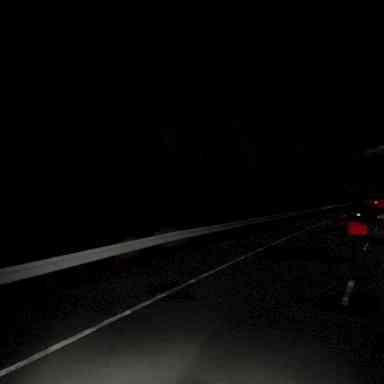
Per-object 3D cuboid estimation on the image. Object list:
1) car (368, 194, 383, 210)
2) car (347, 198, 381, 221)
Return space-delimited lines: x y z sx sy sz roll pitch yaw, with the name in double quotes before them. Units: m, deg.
"car" 21.172 1.222 37.693 2.150 2.045 5.566 0 0 35
"car" 14.093 1.503 27.453 1.837 1.490 4.892 0 0 34
